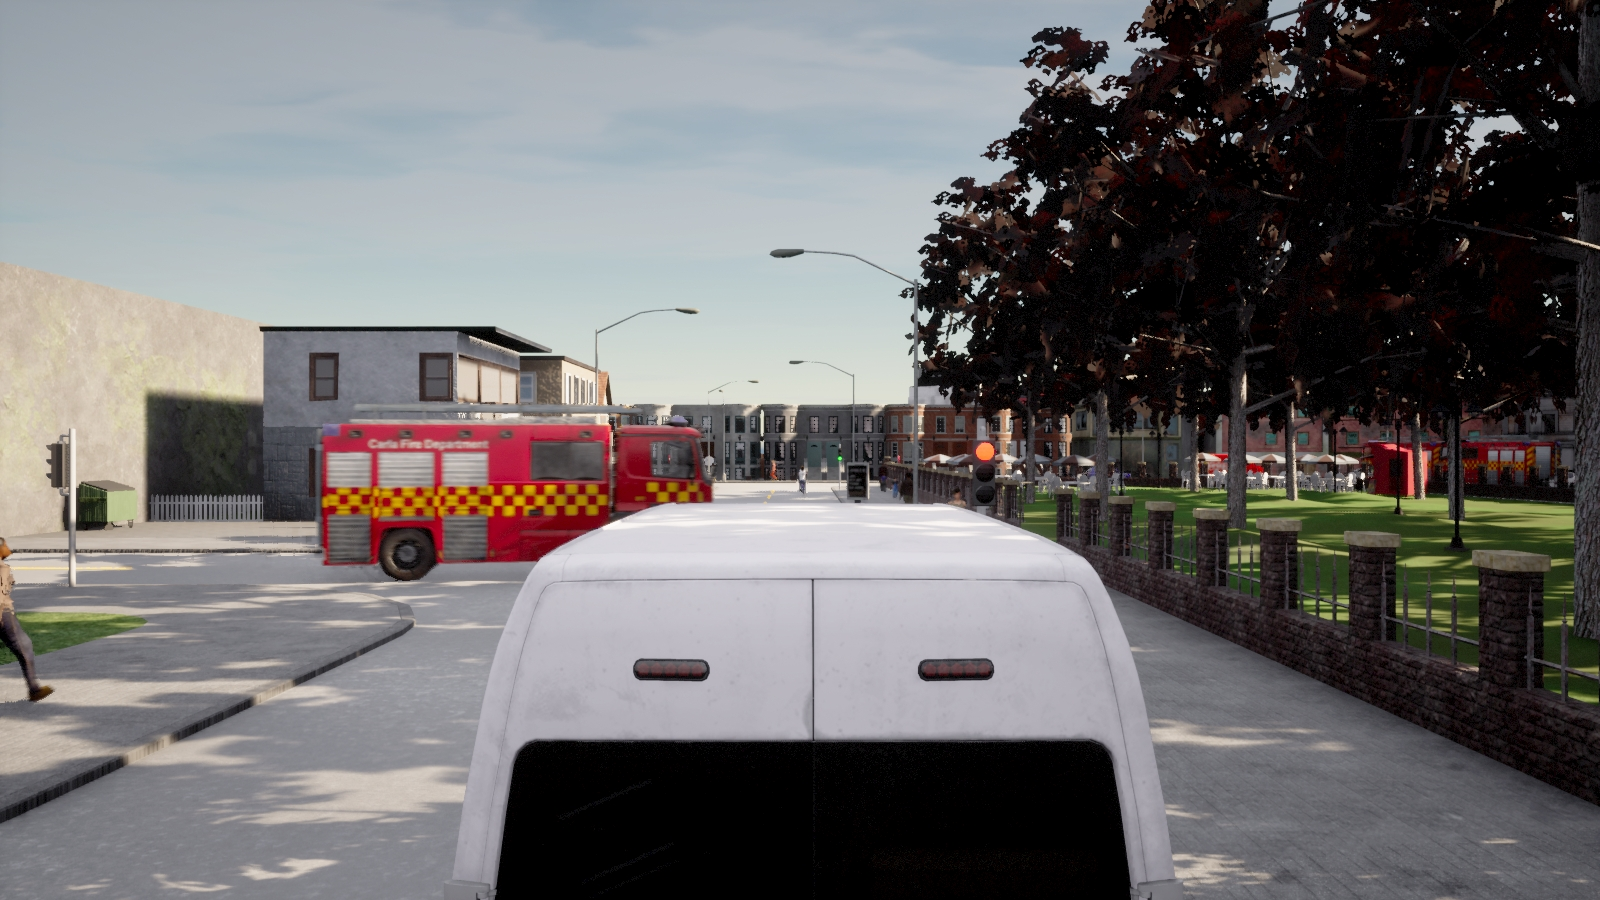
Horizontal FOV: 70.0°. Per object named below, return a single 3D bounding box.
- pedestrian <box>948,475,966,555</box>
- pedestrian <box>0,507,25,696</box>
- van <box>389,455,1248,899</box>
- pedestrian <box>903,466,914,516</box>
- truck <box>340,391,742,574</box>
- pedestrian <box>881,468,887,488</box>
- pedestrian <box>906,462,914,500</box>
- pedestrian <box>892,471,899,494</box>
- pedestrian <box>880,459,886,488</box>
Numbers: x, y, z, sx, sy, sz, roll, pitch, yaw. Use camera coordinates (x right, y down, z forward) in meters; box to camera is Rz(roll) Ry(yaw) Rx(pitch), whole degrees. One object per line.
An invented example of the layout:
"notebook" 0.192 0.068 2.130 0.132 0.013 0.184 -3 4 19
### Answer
"pedestrian" 3.689 1.525 26.862 0.375 1.860 0.375 0 0 4
"pedestrian" -8.112 1.517 11.486 0.375 1.860 0.375 0 0 12
"van" 0.036 1.314 5.605 1.988 2.561 5.915 0 0 0
"pedestrian" 4.081 1.525 42.973 0.375 1.860 0.375 0 0 2
"truck" -5.725 0.670 26.074 8.468 3.827 2.891 0 0 -11
"pedestrian" 5.353 1.796 72.843 0.375 1.300 0.375 0 0 -3
"pedestrian" 5.467 1.525 56.696 0.375 1.860 0.375 0 0 2
"pedestrian" 5.285 1.805 63.299 0.375 1.300 0.375 0 0 -3
"pedestrian" 5.342 1.516 73.492 0.375 1.860 0.375 0 0 5
